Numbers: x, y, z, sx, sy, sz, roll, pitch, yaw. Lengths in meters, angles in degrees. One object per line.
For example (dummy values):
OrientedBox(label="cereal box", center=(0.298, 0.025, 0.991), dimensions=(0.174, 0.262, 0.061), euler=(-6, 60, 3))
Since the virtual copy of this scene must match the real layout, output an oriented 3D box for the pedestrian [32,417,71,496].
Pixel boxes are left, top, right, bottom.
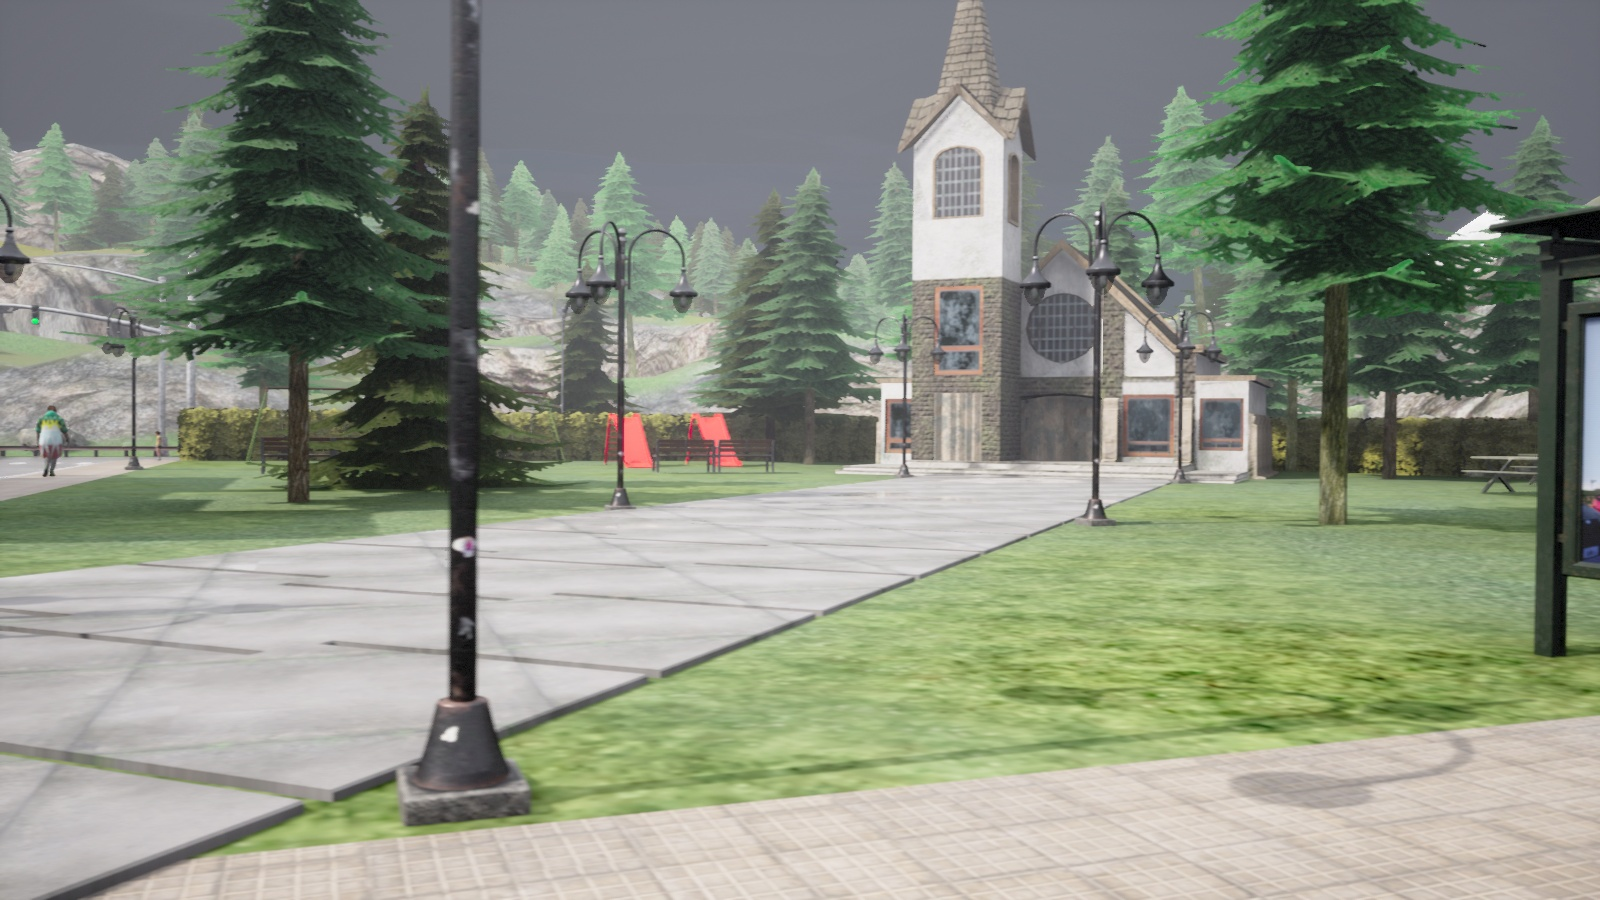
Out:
OrientedBox(label="pedestrian", center=(-18.828, 0.142, 31.600), dimensions=(0.659, 1.952, 0.873), euler=(-1, 1, -22))
